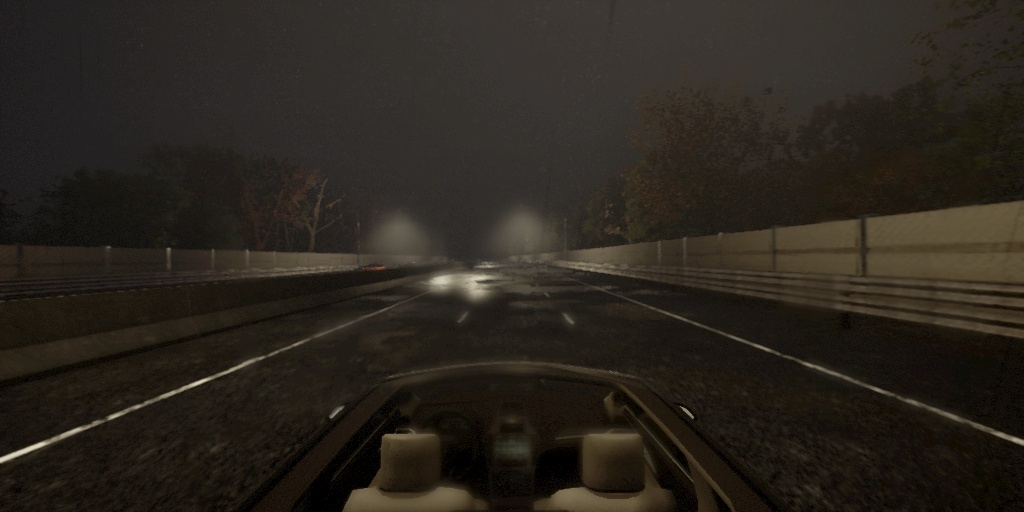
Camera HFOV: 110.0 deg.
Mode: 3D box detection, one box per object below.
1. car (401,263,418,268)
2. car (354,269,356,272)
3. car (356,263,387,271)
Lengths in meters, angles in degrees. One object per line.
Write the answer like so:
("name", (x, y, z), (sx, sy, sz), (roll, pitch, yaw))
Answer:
("car", (-14.080, 1.774, 49.449), (1.882, 1.535, 5.008), (-1, 0, 0))
("car", (-21.107, 1.995, 51.787), (1.994, 1.385, 4.181), (-1, 0, 0))
("car", (-17.556, 1.685, 45.727), (2.097, 1.767, 4.553), (-1, 0, 0))
